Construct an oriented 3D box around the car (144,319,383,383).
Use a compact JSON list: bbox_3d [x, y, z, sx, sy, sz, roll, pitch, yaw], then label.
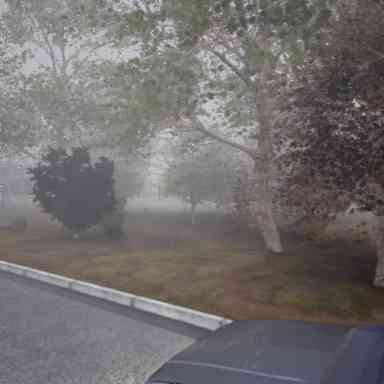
[{"bbox_3d":[2.127,1.548,1.860,5.357,1.411,2.033,0,0,35],"label":"car"}]
